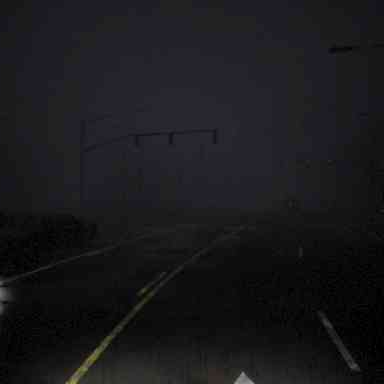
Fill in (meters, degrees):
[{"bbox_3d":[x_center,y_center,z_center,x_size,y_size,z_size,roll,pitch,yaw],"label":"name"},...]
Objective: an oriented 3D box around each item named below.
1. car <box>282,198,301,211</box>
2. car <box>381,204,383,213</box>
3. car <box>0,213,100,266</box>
[{"bbox_3d":[11.535,1.379,38.460,1.994,1.385,4.181,0,0,20],"label":"car"},{"bbox_3d":[19.423,1.443,29.309,4.892,1.490,1.837,1,-2,8],"label":"car"},{"bbox_3d":[-5.287,1.457,11.611,2.033,1.411,5.357,0,0,15],"label":"car"}]
